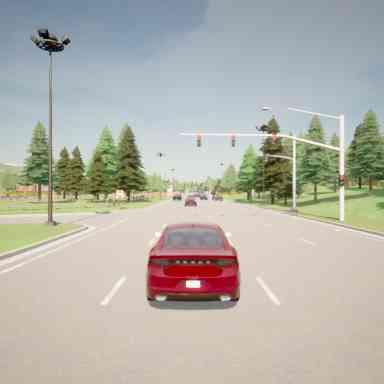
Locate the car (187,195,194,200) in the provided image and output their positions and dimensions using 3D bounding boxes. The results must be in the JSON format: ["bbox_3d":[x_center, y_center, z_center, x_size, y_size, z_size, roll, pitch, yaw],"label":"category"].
[{"bbox_3d":[-0.358,1.428,94.030,1.895,1.301,4.718,0,0,0],"label":"car"}]

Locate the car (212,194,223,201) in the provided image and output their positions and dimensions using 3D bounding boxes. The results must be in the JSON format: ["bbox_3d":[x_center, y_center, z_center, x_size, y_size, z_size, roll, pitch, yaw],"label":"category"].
[{"bbox_3d":[6.682,1.517,83.607,2.128,1.511,4.902,0,0,0],"label":"car"}]

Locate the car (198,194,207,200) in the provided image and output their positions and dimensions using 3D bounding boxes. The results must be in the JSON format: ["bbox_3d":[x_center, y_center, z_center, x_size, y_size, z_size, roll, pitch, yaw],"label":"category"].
[{"bbox_3d":[3.153,1.524,91.093,1.812,1.442,4.674,0,0,0],"label":"car"}]

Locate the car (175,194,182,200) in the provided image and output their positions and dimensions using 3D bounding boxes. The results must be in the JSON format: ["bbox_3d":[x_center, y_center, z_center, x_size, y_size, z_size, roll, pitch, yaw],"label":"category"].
[{"bbox_3d":[-3.858,1.310,93.986,1.882,1.535,5.008,0,0,0],"label":"car"}]

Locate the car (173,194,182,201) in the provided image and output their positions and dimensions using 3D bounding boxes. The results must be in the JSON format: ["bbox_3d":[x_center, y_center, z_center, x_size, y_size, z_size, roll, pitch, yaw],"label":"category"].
[{"bbox_3d":[-3.818,1.469,83.566,1.882,1.535,5.008,0,0,0],"label":"car"}]

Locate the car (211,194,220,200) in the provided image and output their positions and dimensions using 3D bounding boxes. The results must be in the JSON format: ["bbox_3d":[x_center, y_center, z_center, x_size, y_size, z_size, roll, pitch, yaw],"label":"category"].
[{"bbox_3d":[6.642,1.372,94.026,2.033,1.411,5.357,0,0,0],"label":"car"}]

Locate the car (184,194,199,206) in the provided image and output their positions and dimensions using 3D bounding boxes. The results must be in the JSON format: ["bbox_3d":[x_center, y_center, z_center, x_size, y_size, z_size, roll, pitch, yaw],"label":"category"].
[{"bbox_3d":[-0.201,1.526,52.967,1.812,1.442,4.674,0,0,0],"label":"car"}]

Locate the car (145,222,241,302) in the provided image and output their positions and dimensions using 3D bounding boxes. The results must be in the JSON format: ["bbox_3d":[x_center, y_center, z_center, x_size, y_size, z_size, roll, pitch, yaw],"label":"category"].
[{"bbox_3d":[0.031,1.478,8.365,1.882,1.535,5.008,0,0,0],"label":"car"}]
